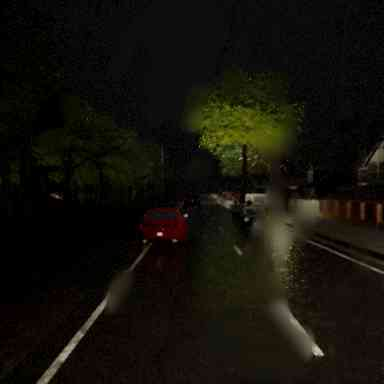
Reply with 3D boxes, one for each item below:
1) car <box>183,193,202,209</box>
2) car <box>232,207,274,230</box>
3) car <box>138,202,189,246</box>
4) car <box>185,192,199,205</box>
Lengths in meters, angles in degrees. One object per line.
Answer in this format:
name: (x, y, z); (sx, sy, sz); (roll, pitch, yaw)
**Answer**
car: (0.067, 1.150, 43.447); (2.150, 2.045, 5.566); (0, 0, 0)
car: (3.594, 1.551, 20.457); (1.895, 1.301, 4.718); (0, 0, 0)
car: (-1.229, 1.438, 15.115); (1.882, 1.535, 5.008); (0, 0, 0)
car: (-0.011, 1.102, 57.118); (2.150, 2.045, 5.566); (0, 0, 0)
